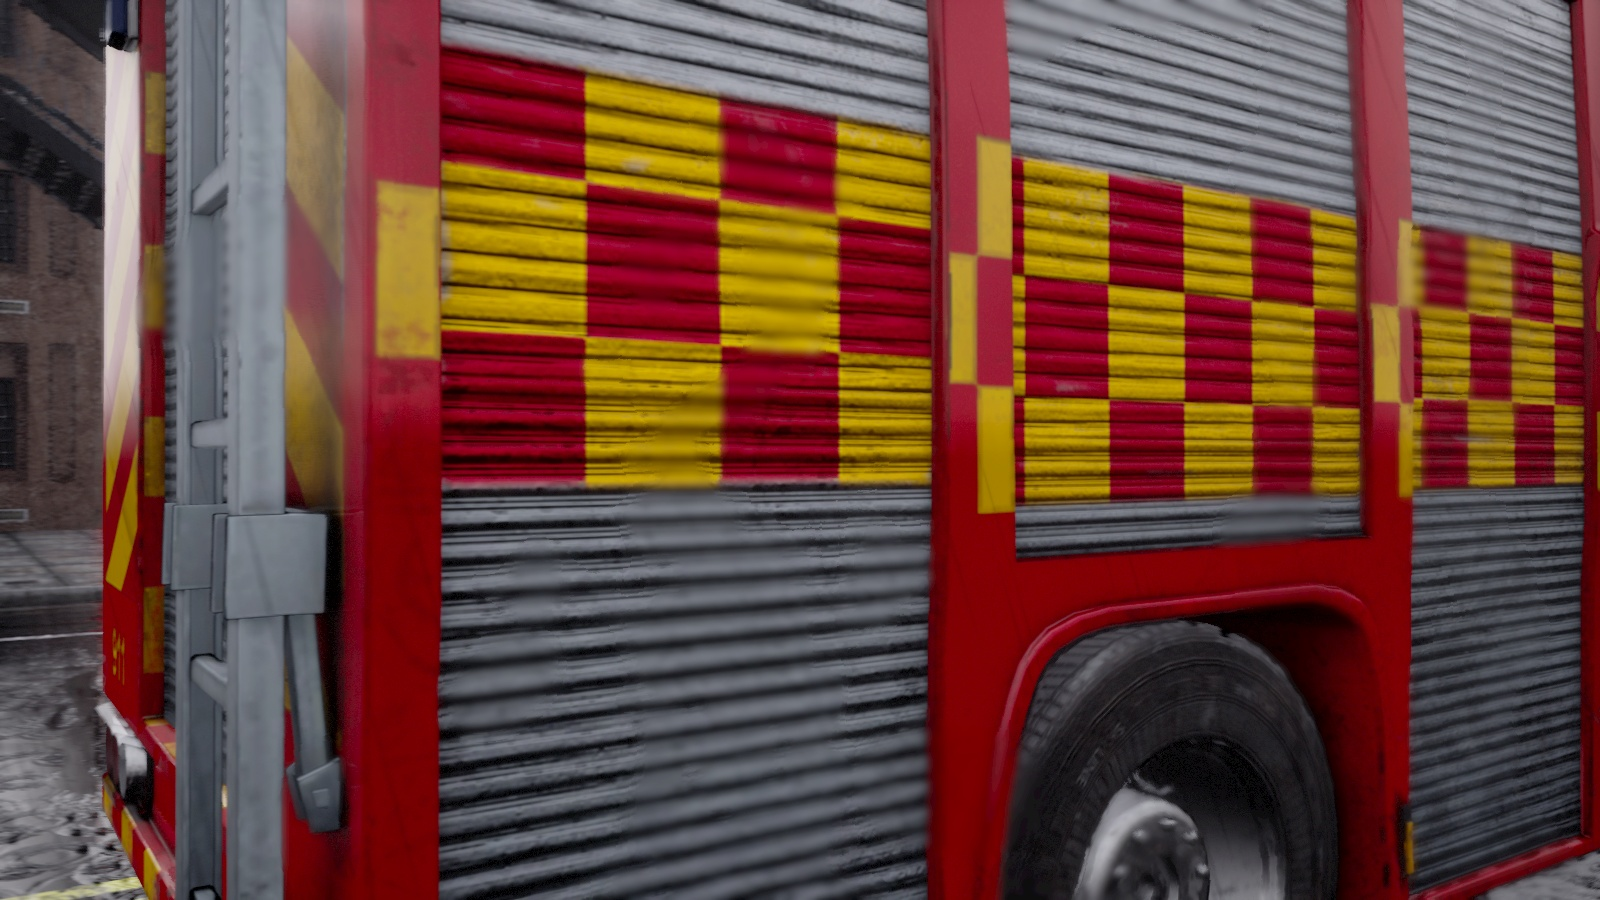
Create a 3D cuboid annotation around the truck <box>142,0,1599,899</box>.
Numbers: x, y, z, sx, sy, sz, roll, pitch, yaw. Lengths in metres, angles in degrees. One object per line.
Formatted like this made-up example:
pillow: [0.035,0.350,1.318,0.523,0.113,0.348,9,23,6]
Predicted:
truck: [2.218,-0.412,5.208,8.468,3.827,2.891,0,0,-35]
